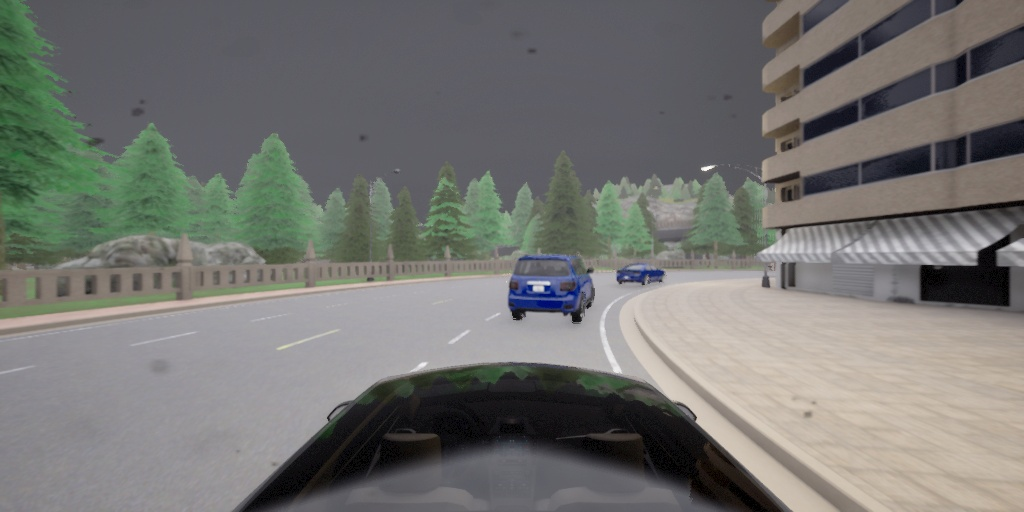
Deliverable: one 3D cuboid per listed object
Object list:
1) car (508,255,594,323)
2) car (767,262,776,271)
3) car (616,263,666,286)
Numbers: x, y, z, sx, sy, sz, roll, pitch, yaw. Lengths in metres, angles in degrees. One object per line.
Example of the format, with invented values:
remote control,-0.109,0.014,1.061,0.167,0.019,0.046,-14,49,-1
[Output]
car,1.539,0.981,12.447,2.150,2.045,5.566,0,0,18
car,35.614,1.132,46.706,4.553,1.767,2.097,0,0,-1
car,9.220,1.244,25.416,1.882,1.535,5.008,0,0,43
